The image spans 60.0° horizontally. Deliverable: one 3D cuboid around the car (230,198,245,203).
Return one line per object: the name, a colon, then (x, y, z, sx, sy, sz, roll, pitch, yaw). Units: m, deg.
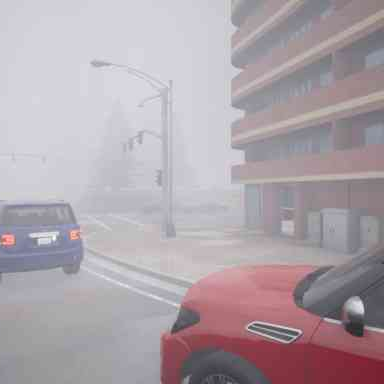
car: (5.221, 1.533, 39.747, 5.008, 1.535, 1.882, 0, 0, -22)

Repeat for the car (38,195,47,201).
car: (-37.135, 1.478, 82.625, 1.882, 1.535, 5.008, 0, 0, -23)

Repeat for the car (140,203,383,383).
car: (2.322, 1.221, 2.472, 5.566, 2.045, 2.150, 0, 0, 36)

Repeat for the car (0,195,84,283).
car: (-4.965, 1.221, 9.841, 2.150, 2.045, 5.566, 0, 0, -36)

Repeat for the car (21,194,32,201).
car: (-40.312, 1.355, 81.153, 2.097, 1.767, 4.553, 0, 0, -23)

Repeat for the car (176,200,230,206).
car: (1.142, 1.656, 34.270, 4.718, 1.301, 1.895, 0, 0, -22)

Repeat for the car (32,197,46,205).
car: (-27.045, 1.547, 58.992, 2.033, 1.411, 5.357, 0, 0, -23)

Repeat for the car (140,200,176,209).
car: (-3.311, 1.581, 36.195, 4.674, 1.442, 1.812, 0, 0, -22)
